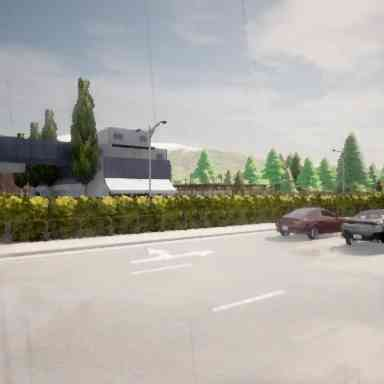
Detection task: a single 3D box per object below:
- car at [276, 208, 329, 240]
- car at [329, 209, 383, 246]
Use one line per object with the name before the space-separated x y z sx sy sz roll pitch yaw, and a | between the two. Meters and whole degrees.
car | 6.236 1.530 16.916 4.674 1.442 1.812 0 0 -35
car | 8.269 1.492 14.066 4.902 1.511 2.128 0 0 -35
